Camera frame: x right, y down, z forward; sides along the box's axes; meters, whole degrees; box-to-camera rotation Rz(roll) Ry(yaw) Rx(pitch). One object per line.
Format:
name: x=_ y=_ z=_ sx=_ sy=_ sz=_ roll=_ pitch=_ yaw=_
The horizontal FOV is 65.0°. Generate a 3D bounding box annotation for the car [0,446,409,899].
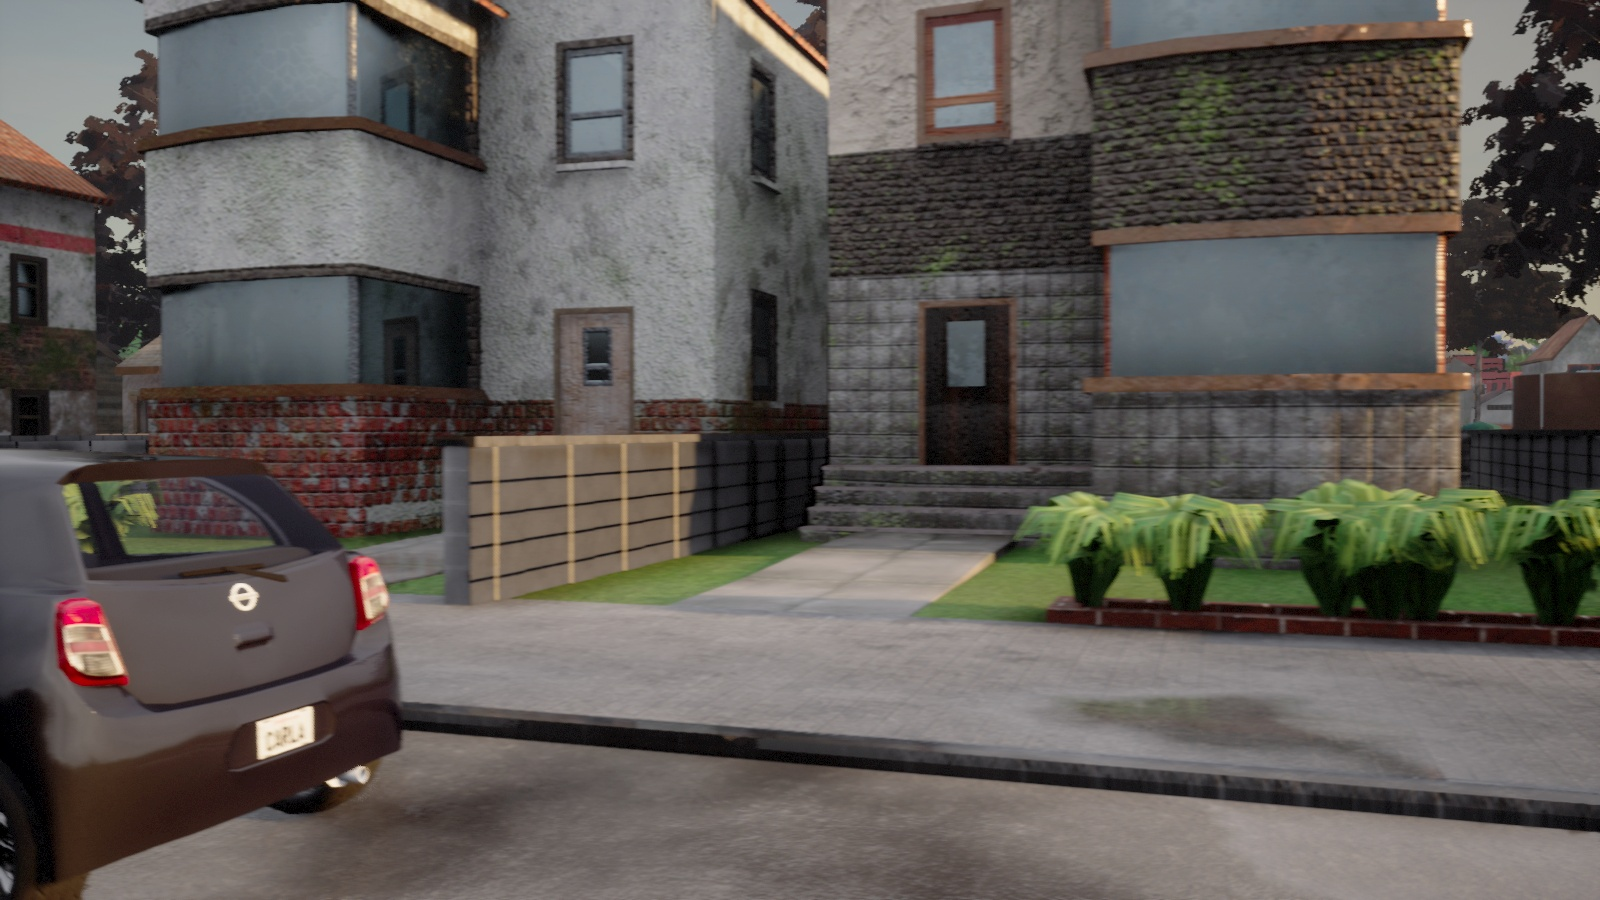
car: x=-3.648 y=0.747 z=4.948 sx=3.633 sy=1.501 sz=1.845 roll=1 pitch=1 yaw=19

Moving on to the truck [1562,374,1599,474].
truck: x=34.673 y=-0.985 z=48.512 sx=8.468 sy=3.827 sz=2.891 roll=1 pitch=1 yaw=19
